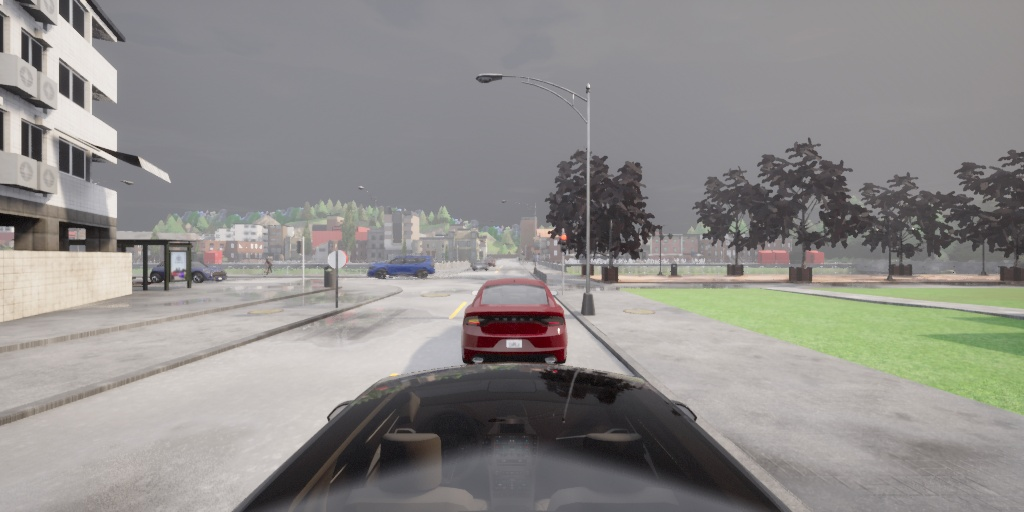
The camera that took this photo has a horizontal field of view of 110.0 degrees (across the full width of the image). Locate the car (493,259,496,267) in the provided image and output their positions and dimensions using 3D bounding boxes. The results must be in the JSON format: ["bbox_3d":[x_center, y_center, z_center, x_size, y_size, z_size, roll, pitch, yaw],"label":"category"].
[{"bbox_3d":[-4.049,1.102,64.429,2.097,1.767,4.553,0,0,0],"label":"car"}]

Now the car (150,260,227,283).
[{"bbox_3d":[-24.140,1.102,26.911,4.553,1.767,2.097,0,0,0],"label":"car"}]

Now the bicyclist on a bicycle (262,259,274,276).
[{"bbox_3d":[-24.021,1.099,35.307,0.582,1.620,1.656,0,0,0],"label":"bicyclist on a bicycle"}]

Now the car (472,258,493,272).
[{"bbox_3d":[-4.092,1.241,46.996,2.128,1.511,4.902,0,0,0],"label":"car"}]

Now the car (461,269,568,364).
[{"bbox_3d":[0.054,1.228,8.115,1.882,1.535,5.008,0,0,0],"label":"car"}]

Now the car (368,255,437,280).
[{"bbox_3d":[-9.317,0.971,30.746,5.566,2.045,2.150,0,2,-16],"label":"car"}]
